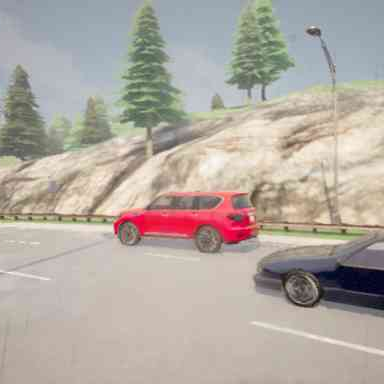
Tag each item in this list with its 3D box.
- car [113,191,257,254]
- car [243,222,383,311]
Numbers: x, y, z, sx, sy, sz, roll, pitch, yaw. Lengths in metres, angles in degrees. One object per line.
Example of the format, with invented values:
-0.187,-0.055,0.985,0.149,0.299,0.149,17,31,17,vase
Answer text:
-0.340,0.985,12.432,5.566,2.045,2.150,0,1,29,car
3.831,1.370,5.810,5.357,1.411,2.033,0,1,33,car
